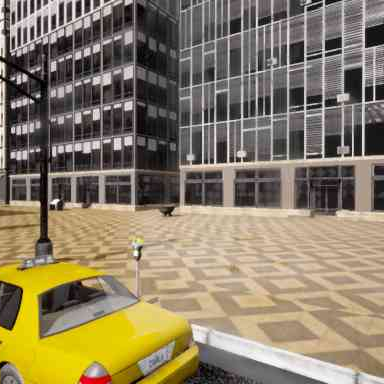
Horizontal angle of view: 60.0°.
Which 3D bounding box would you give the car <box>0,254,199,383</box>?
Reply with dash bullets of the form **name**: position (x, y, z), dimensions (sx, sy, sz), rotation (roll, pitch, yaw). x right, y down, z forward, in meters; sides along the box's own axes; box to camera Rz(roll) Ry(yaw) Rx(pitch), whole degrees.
- **car**: position (-2.201, 1.525, 4.462), dimensions (4.829, 1.417, 1.752), rotation (0, 0, 36)
